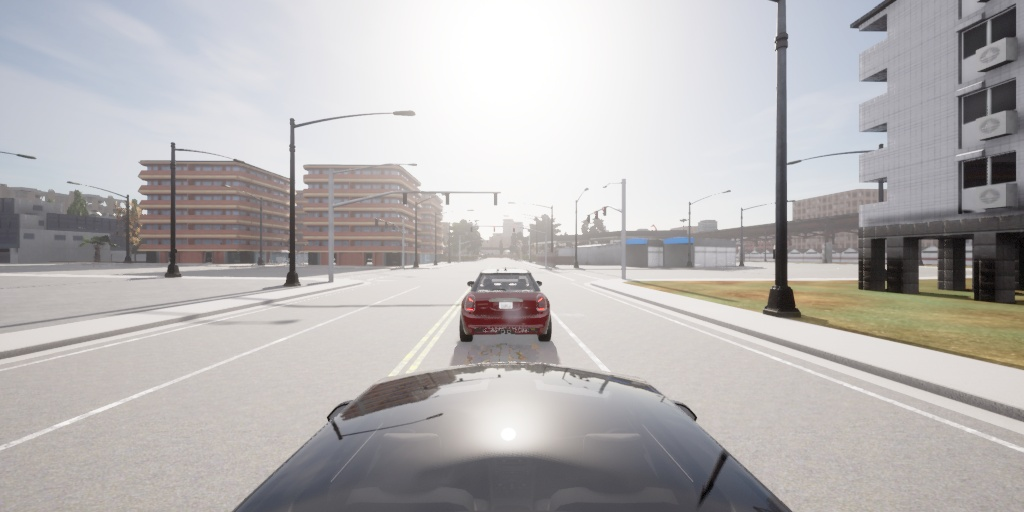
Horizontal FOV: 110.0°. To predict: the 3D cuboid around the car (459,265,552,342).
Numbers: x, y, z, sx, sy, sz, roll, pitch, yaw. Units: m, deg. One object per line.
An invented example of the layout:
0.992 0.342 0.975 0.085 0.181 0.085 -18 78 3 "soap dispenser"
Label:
-0.196 1.102 9.965 2.097 1.767 4.553 0 0 -2 "car"
